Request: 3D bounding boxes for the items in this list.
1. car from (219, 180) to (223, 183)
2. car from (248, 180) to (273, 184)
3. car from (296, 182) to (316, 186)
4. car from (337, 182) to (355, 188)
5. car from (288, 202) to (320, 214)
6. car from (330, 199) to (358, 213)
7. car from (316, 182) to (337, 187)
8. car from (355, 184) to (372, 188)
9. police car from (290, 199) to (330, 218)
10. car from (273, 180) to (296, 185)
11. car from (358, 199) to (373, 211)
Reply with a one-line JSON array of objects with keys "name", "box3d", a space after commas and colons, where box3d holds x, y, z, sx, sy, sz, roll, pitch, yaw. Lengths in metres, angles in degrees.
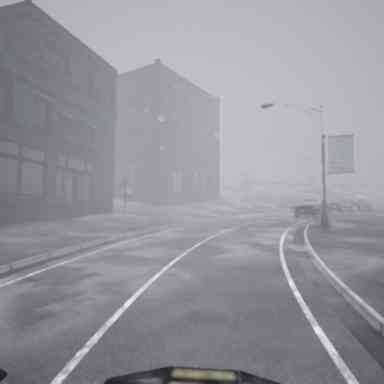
[{"name": "car", "box3d": [4.449, -2.342, 72.523, 4.553, 1.767, 2.185, 1, -5, -14]}, {"name": "car", "box3d": [15.067, -1.993, 75.143, 4.892, 1.521, 2.231, 1, -5, -14]}, {"name": "car", "box3d": [25.777, -1.676, 77.914, 4.674, 1.452, 2.002, 2, -5, -15]}, {"name": "car", "box3d": [36.368, -1.499, 81.141, 4.553, 1.767, 2.185, 2, -5, -17]}, {"name": "car", "box3d": [14.333, 1.993, 42.291, 4.718, 1.301, 1.895, 1, -4, -45]}, {"name": "car", "box3d": [17.314, 1.668, 39.001, 1.837, 1.490, 4.892, -4, -3, 44]}, {"name": "car", "box3d": [31.101, -1.549, 79.471, 5.008, 1.535, 2.097, 2, -5, -16]}, {"name": "car", "box3d": [41.785, -1.153, 82.977, 4.792, 1.488, 2.163, 2, -5, -19]}, {"name": "police car", "box3d": [11.287, 1.526, 31.742, 1.930, 1.638, 5.238, -3, -2, 35]}, {"name": "car", "box3d": [20.421, -1.868, 76.477, 4.892, 1.521, 2.231, 1, -5, -14]}, {"name": "car", "box3d": [21.525, 1.703, 42.885, 4.892, 1.490, 1.837, 0, -4, -40]}]
